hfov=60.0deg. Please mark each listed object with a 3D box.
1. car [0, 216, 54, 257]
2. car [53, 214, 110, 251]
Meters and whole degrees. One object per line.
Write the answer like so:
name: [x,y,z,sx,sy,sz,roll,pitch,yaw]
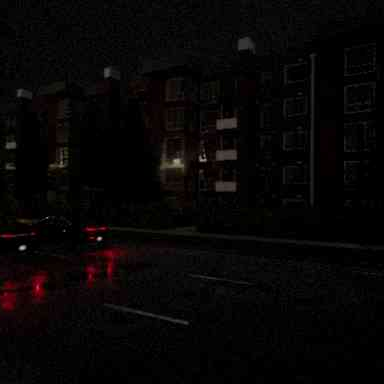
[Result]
car: [-7.905,1.695,12.638,4.902,1.511,2.128,0,-2,30]
car: [-6.102,1.809,15.637,4.902,1.511,2.128,0,-2,30]
